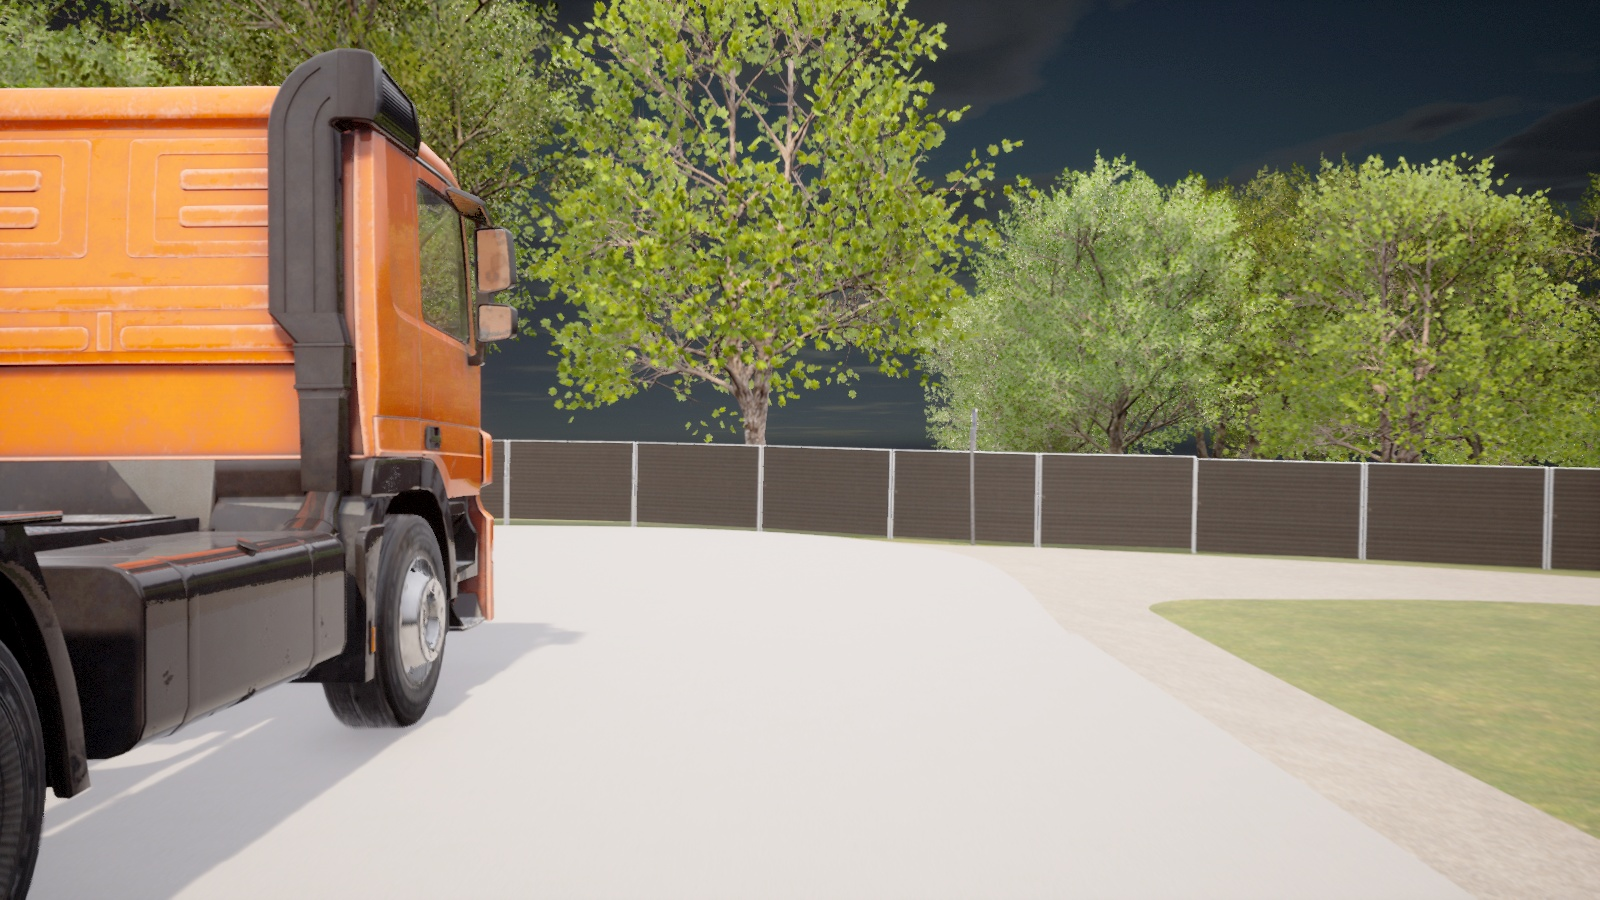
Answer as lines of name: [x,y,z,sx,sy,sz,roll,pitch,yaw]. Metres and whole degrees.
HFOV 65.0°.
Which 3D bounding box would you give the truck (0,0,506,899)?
truck: [-3.464,-0.231,4.480,2.891,3.462,7.936,0,0,0]
